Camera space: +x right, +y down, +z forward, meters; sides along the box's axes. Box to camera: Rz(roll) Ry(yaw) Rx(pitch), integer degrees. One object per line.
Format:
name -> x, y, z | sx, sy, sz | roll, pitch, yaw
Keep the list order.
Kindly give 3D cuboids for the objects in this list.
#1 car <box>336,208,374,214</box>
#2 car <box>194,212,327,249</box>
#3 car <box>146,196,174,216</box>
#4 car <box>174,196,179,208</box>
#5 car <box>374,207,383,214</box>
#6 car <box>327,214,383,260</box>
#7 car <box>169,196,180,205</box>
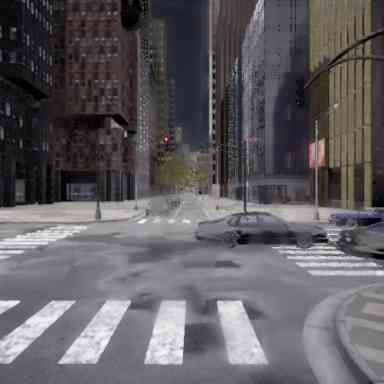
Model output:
car -> 11.034, 1.619, 20.630 | 4.718, 1.301, 1.895 | 0, 0, 0
car -> 2.773, 1.559, 13.939 | 5.357, 1.411, 2.033 | 0, 0, 0
car -> -3.195, 1.376, 32.100 | 2.097, 1.767, 4.553 | 0, 0, 0
car -> -3.215, 1.522, 42.150 | 2.128, 1.511, 4.902 | 0, 0, 0
car -> 13.022, 1.246, 17.378 | 5.566, 2.045, 2.150 | 0, 0, 0
car -> 7.514, 1.572, 10.683 | 5.357, 1.411, 2.033 | 0, 0, 0
car -> -3.241, 1.525, 62.713 | 1.882, 1.535, 5.008 | 0, 0, 0
